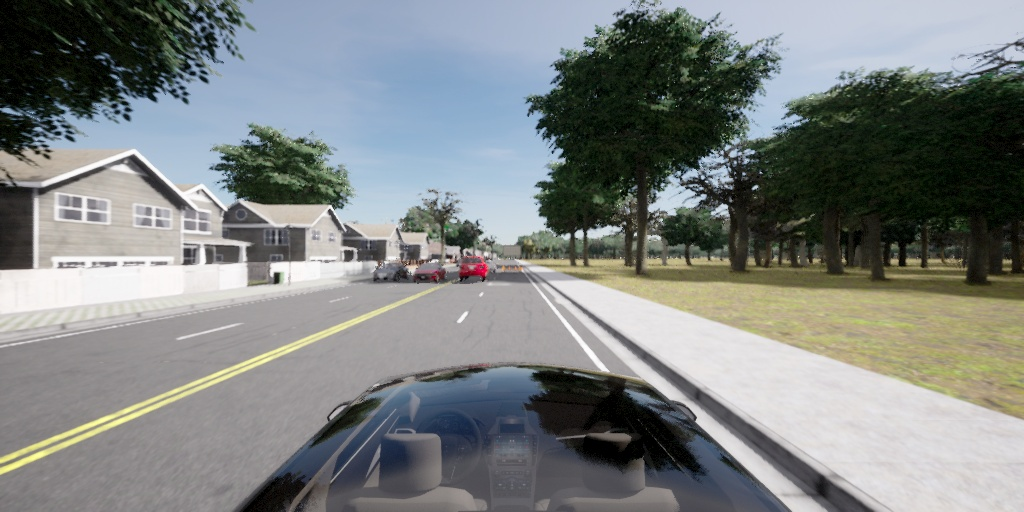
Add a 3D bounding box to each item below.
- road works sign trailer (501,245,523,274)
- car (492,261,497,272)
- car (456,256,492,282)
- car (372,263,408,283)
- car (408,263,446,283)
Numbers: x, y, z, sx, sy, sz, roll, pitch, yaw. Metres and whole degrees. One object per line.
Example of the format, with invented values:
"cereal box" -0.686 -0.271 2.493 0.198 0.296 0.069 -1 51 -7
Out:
"road works sign trailer" -0.010 0.358 44.858 2.380 3.560 2.880 0 0 0
"car" -3.162 1.440 49.851 1.812 1.442 4.674 0 0 0
"car" -3.157 1.065 30.805 2.150 2.045 5.566 0 0 0
"car" -9.852 1.332 29.540 2.128 1.511 4.902 0 0 0
"car" -6.603 1.317 29.143 1.882 1.535 5.008 0 0 0
